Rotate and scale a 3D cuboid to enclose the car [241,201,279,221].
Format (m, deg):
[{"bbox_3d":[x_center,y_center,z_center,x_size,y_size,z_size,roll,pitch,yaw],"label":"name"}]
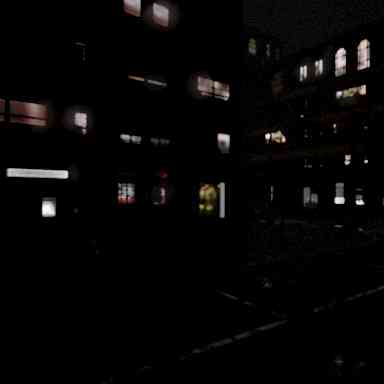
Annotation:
[{"bbox_3d":[4.578,1.513,26.964,1.967,1.590,4.097,0,-1,-36],"label":"car"}]

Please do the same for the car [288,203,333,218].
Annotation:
[{"bbox_3d":[11.183,1.712,31.718,2.008,1.369,4.403,0,-1,-36],"label":"car"}]
